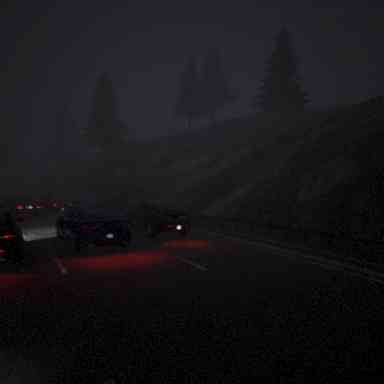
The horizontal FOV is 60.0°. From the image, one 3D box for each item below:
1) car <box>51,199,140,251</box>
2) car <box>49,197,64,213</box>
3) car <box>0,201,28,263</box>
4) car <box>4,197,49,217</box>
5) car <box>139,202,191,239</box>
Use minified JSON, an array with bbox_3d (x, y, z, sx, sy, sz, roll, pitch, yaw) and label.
[{"bbox_3d":[-4.019,1.249,13.106,1.882,1.535,5.008,1,1,-32],"label":"car"},{"bbox_3d":[-12.149,1.040,28.679,4.718,1.301,1.895,2,1,44],"label":"car"},{"bbox_3d":[-6.454,1.269,10.433,1.837,1.490,4.892,1,1,-31],"label":"car"},{"bbox_3d":[-12.654,1.032,24.273,2.033,1.411,5.357,0,1,-44],"label":"car"},{"bbox_3d":[-1.899,1.270,16.285,1.837,1.490,4.892,1,-1,-33],"label":"car"}]
